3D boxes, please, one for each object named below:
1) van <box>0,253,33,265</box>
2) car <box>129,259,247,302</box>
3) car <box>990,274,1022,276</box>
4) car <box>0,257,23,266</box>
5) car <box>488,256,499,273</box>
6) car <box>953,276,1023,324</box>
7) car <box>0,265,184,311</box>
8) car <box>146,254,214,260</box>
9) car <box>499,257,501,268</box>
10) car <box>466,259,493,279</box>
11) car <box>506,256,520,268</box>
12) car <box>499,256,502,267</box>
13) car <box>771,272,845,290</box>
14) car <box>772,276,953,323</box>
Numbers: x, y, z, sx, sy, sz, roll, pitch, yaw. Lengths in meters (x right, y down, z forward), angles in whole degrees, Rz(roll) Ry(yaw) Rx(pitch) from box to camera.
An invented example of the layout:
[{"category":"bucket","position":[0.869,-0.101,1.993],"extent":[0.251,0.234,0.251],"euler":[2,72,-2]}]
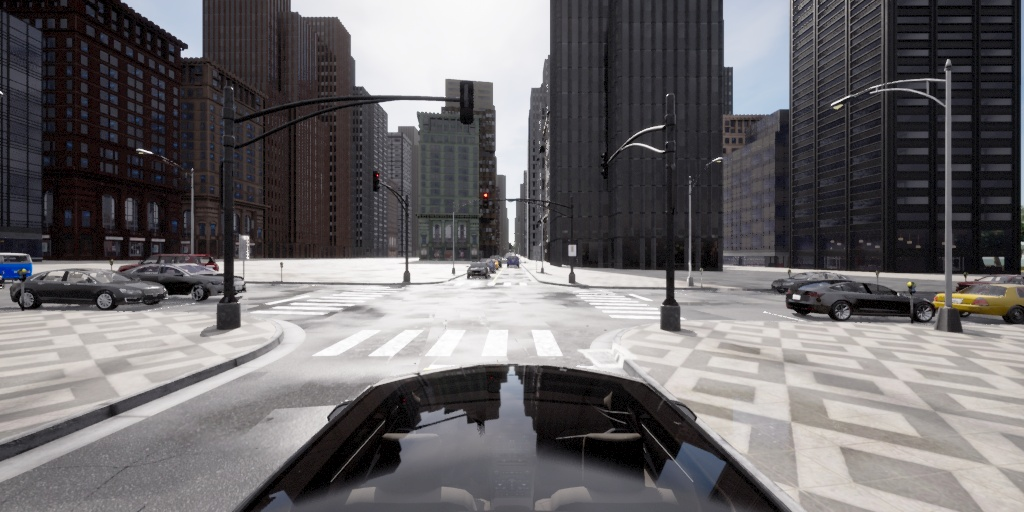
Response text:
[{"category":"van","position":[-31.116,0.680,21.183],"extent":[3.998,1.789,1.690],"euler":[0,0,0]},{"category":"car","position":[-14.136,1.065,15.373],"extent":[4.902,1.511,2.128],"euler":[1,0,1]},{"category":"car","position":[29.095,1.766,21.174],"extent":[4.507,1.381,1.888],"euler":[0,0,0]},{"category":"car","position":[-25.011,0.915,15.404],"extent":[4.902,1.511,2.128],"euler":[1,0,0]},{"category":"car","position":[-3.035,1.102,42.277],"extent":[2.097,1.767,4.553],"euler":[0,0,0]},{"category":"car","position":[17.956,1.571,12.668],"extent":[4.829,1.417,1.751],"euler":[0,0,0]},{"category":"car","position":[-14.764,1.116,12.629],"extent":[4.403,1.370,2.007],"euler":[0,0,0]},{"category":"car","position":[-20.197,0.799,21.164],"extent":[5.009,1.841,2.192],"euler":[0,0,0]},{"category":"car","position":[-3.013,1.228,52.476],"extent":[1.882,1.535,5.008],"euler":[0,0,0]},{"category":"car","position":[-3.052,1.255,33.224],"extent":[1.837,1.490,4.892],"euler":[0,0,0]},{"category":"car","position":[0.192,0.973,62.692],"extent":[2.150,2.045,5.566],"euler":[0,0,0]},{"category":"car","position":[-2.949,0.973,63.177],"extent":[2.150,2.045,5.566],"euler":[0,0,1]},{"category":"car","position":[17.809,1.591,21.193],"extent":[4.403,1.370,2.007],"euler":[0,0,0]},{"category":"car","position":[12.143,1.524,12.678],"extent":[4.313,1.339,1.948],"euler":[0,0,0]}]
